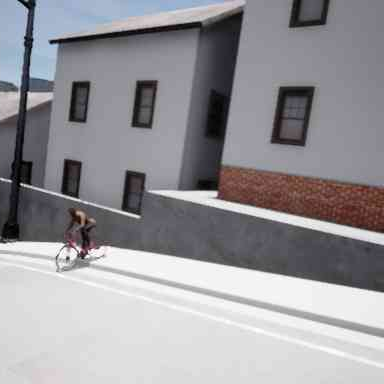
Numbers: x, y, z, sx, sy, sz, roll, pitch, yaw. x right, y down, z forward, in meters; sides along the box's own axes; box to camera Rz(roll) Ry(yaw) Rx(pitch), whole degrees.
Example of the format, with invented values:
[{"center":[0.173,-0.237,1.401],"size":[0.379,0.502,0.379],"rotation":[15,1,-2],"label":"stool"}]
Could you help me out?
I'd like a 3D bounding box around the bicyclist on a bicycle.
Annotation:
[{"center":[-2.985,1.176,8.927],"size":[0.582,1.620,1.656],"rotation":[1,10,35],"label":"bicyclist on a bicycle"}]
